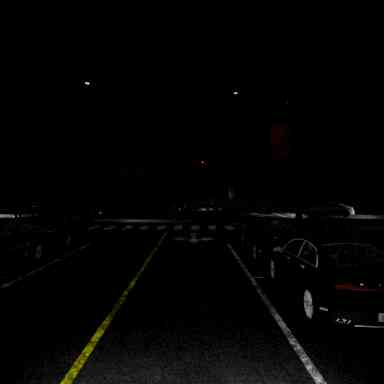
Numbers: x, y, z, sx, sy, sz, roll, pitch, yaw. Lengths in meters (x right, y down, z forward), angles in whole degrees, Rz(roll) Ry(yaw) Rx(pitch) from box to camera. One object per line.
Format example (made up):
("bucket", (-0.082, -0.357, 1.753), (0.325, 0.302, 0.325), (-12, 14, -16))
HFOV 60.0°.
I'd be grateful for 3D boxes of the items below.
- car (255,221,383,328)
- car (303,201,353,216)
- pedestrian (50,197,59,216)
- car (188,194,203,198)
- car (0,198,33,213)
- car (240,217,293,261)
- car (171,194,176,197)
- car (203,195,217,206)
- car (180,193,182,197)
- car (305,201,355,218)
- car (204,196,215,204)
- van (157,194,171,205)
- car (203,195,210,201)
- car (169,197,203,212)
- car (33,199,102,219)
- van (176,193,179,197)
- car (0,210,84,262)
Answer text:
("car", (2.798, 1.551, 6.913), (2.008, 1.369, 4.403), (0, 0, 0))
("car", (15.147, 1.822, 37.215), (4.892, 1.490, 1.837), (1, 0, 0))
("pedestrian", (-7.882, 1.145, 19.233), (0.375, 1.860, 0.375), (0, 0, 0))
("car", (0.699, 1.585, 64.226), (1.994, 1.385, 4.181), (0, 0, 1))
("car", (-16.365, 1.261, 30.781), (4.674, 1.442, 1.812), (1, 0, 0))
("car", (2.823, 1.552, 11.906), (2.008, 1.369, 4.403), (0, 0, 0))
("car", (-5.059, 1.591, 70.742), (1.947, 1.339, 4.313), (0, 0, 1))
("car", (3.230, 1.567, 54.087), (2.008, 1.369, 4.403), (0, 0, 1))
("car", (-4.745, 1.354, 92.791), (2.192, 1.841, 5.009), (0, 0, 1))
("car", (14.068, 1.817, 33.954), (4.674, 1.442, 1.812), (1, 0, 1))
("car", (3.387, 1.573, 65.112), (2.008, 1.369, 4.403), (0, 0, 1))
("van", (-5.215, 1.360, 59.719), (1.690, 1.788, 3.998), (0, 0, 1))
("car", (3.703, 1.560, 87.333), (1.752, 1.417, 4.829), (0, 0, 1))
("car", (-0.672, 1.635, 39.340), (1.895, 1.301, 4.718), (1, 0, 19))
("car", (-9.687, 1.352, 26.797), (4.902, 1.511, 2.128), (1, 0, 10))
("van", (-4.902, 1.373, 81.767), (1.690, 1.788, 3.998), (0, 0, 1))
("car", (-5.702, 1.552, 11.953), (2.008, 1.369, 4.403), (0, 0, 0))
